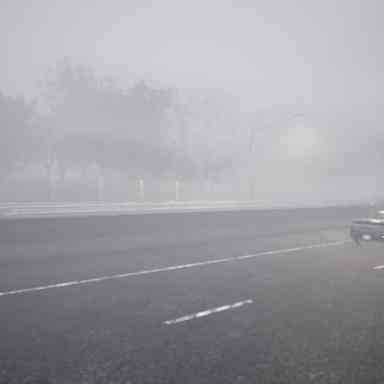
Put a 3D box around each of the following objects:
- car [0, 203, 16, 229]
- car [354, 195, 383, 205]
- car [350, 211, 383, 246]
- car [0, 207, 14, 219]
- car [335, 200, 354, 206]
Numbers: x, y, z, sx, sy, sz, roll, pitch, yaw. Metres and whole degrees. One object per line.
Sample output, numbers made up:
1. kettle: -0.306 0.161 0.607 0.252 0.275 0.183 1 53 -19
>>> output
1. car: -13.554 1.505 20.122 4.892 1.490 1.837 0 0 -36
2. car: 23.481 1.371 42.228 5.566 2.045 2.150 1 0 -35
3. car: 8.742 1.540 14.289 4.902 1.511 2.128 0 0 -35
4. car: -11.752 1.525 17.090 4.674 1.442 1.812 0 0 -36
5. car: 21.060 1.709 44.798 4.181 1.385 1.994 0 0 -35
